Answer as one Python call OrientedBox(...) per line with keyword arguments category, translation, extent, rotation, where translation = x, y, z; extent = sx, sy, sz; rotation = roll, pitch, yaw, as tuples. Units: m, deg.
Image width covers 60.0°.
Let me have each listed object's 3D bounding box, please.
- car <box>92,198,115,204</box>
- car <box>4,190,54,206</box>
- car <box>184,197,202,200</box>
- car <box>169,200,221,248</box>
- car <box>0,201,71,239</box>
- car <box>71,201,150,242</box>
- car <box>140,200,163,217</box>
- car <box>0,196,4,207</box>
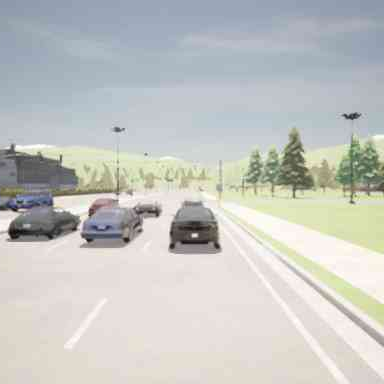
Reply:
OrientedBox(category="car", translation=(-6.990, 1.197, 26.956), extent=(1.812, 1.442, 4.674), rotation=(0, 1, 0))
OrientedBox(category="car", translation=(-15.135, 0.835, 31.866), extent=(2.150, 2.045, 5.566), rotation=(0, 0, 0))
OrientedBox(category="car", translation=(0.061, 1.164, 26.969), extent=(2.128, 1.511, 4.902), rotation=(0, 1, 0))
OrientedBox(category="car", translation=(0.102, 1.308, 13.864), extent=(1.882, 1.535, 5.008), rotation=(0, 1, 0))
OrientedBox(category="car", translation=(-6.929, 1.368, 16.014), extent=(1.994, 1.385, 4.181), rotation=(0, 1, 0))
OrientedBox(category="car", translation=(-3.430, 1.362, 15.181), extent=(2.033, 1.411, 5.357), rotation=(0, 1, 0))
OrientedBox(category="car", translation=(-3.484, 1.268, 27.324), extent=(1.895, 1.301, 4.718), rotation=(0, 1, 0))
OrientedBox(category="car", translation=(-18.645, 1.141, 33.311), extent=(2.033, 1.411, 5.357), rotation=(0, 1, -1))
